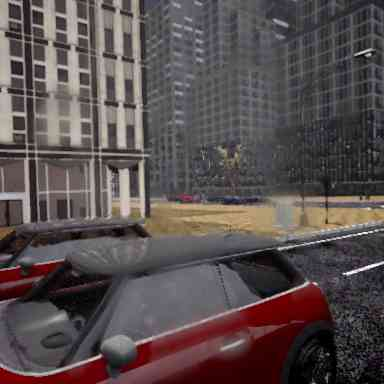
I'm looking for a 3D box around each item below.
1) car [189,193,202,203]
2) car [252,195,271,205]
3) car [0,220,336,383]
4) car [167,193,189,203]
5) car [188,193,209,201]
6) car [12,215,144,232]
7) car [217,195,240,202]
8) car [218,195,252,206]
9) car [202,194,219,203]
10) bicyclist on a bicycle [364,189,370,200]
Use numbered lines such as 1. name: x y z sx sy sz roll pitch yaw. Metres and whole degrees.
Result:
1. car: -0.457 1.182 65.412 2.150 2.045 5.566 -2 0 -35
2. car: 9.592 1.183 51.007 2.033 1.411 5.357 -2 0 -35
3. car: -0.677 1.321 3.201 4.553 1.767 2.097 -2 1 -35
4. car: -3.125 1.374 63.564 1.994 1.385 4.181 -2 0 -35
5. car: 1.477 1.138 73.949 2.128 1.511 4.902 -2 0 -35
6. car: -2.580 1.321 5.836 4.553 1.767 2.097 -2 1 -35
7. car: 7.228 1.226 65.803 1.895 1.301 4.718 -2 0 -35
8. car: 6.430 1.321 49.860 1.994 1.385 4.181 -2 0 -35
9. car: 4.487 1.297 64.148 1.994 1.385 4.181 -2 0 -35
10. bicyclist on a bicycle: 25.130 0.393 47.762 1.656 1.620 0.582 -3 1 -35
